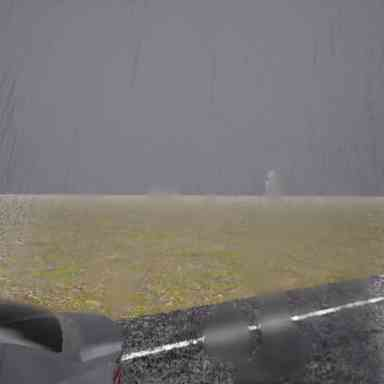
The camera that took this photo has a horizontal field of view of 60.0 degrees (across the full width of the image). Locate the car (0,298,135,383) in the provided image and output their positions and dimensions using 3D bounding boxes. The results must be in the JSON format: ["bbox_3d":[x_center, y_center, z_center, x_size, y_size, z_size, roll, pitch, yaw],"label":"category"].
[{"bbox_3d":[-2.787,1.563,1.947,4.892,1.490,1.837,1,-2,-28],"label":"car"}]
